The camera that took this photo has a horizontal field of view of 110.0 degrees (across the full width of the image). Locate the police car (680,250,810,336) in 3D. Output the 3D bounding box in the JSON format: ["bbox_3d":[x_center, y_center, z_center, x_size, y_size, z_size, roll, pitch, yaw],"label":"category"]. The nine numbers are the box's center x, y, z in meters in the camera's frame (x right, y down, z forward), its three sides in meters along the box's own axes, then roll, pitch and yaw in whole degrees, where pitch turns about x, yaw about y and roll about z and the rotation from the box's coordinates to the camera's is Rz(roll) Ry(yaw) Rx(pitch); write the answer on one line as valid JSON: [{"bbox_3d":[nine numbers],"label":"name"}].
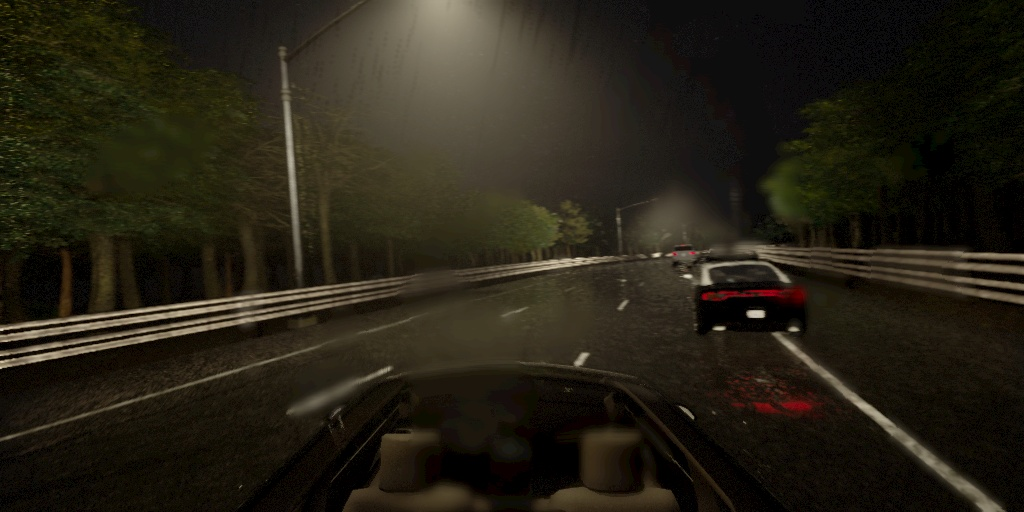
[{"bbox_3d":[5.420,0.772,8.843,1.930,1.638,5.238,-4,0,24],"label":"police car"}]

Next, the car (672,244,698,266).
[{"bbox_3d":[17.545,-0.121,36.384,2.150,2.045,5.566,-4,-1,29],"label":"car"}]
